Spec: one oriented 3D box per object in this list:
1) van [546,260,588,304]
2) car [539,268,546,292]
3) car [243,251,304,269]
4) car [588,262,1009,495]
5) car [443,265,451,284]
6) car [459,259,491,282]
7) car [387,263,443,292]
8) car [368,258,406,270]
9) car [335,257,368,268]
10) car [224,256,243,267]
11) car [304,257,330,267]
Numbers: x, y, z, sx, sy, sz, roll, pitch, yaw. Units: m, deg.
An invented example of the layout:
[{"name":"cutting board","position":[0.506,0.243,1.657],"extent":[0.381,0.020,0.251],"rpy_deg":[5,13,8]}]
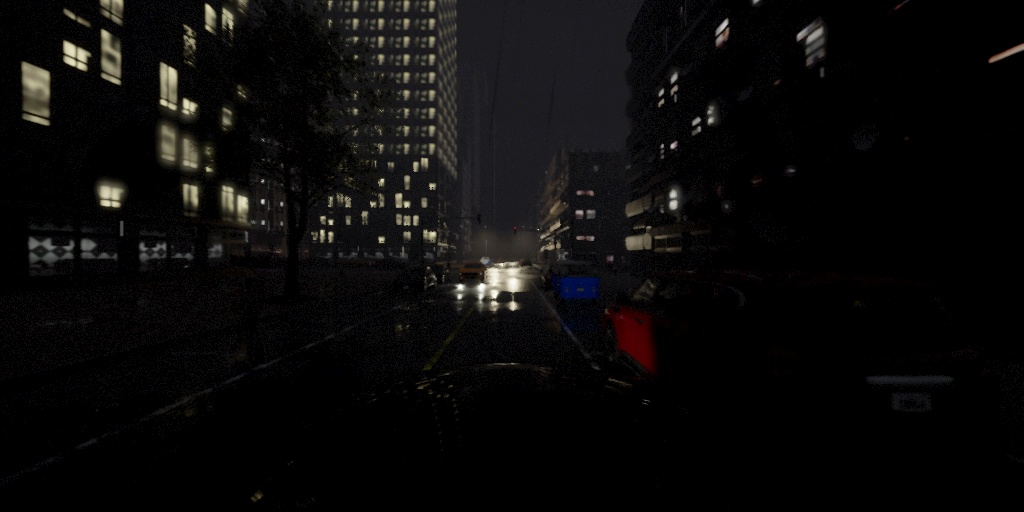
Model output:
[{"name":"van","position":[2.691,1.088,15.903],"extent":[1.690,1.789,3.998],"rpy_deg":[0,0,0]},{"name":"car","position":[2.691,1.186,21.453],"extent":[1.967,1.591,4.097],"rpy_deg":[0,0,0]},{"name":"car","position":[-27.385,0.584,41.267],"extent":[5.009,1.841,2.192],"rpy_deg":[0,0,-1]},{"name":"car","position":[2.691,1.064,4.800],"extent":[2.192,1.841,5.009],"rpy_deg":[0,0,0]},{"name":"car","position":[-5.689,1.311,26.698],"extent":[1.948,1.339,4.313],"rpy_deg":[0,0,0]},{"name":"car","position":[-3.042,1.223,28.807],"extent":[1.882,1.535,5.008],"rpy_deg":[0,0,1]},{"name":"car","position":[-5.689,1.312,21.452],"extent":[1.948,1.339,4.313],"rpy_deg":[0,0,0]},{"name":"car","position":[-14.648,1.032,44.099],"extent":[4.674,1.442,1.812],"rpy_deg":[1,0,-1]},{"name":"car","position":[-22.043,0.873,49.797],"extent":[4.829,1.417,1.751],"rpy_deg":[0,0,-1]},{"name":"car","position":[-33.004,0.730,41.204],"extent":[4.313,1.339,1.948],"rpy_deg":[0,0,-1]},{"name":"car","position":[-27.488,0.809,49.648],"extent":[4.313,1.339,1.948],"rpy_deg":[0,0,-1]}]
